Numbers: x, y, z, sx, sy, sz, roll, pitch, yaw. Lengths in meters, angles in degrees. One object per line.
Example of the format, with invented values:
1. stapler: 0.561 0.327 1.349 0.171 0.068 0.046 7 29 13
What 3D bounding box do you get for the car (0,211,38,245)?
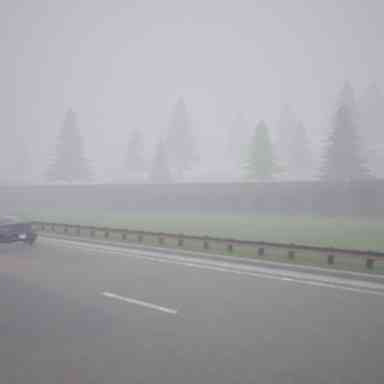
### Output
1. car: -8.504 1.559 14.340 4.674 1.442 1.812 0 0 35
